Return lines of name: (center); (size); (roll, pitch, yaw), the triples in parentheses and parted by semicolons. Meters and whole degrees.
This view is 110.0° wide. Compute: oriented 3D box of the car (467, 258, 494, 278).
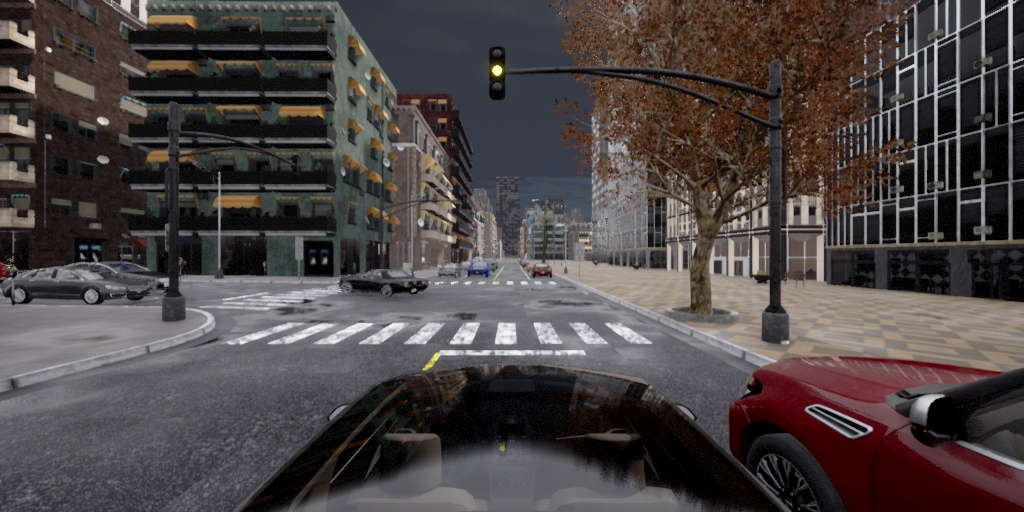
car: (-3.091, 1.220, 34.359); (1.882, 1.535, 5.008); (0, 0, 0)

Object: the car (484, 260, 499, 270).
car: (-3.078, 1.300, 55.476); (2.033, 1.411, 5.357); (0, 0, 0)

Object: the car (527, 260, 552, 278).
car: (2.692, 1.287, 33.072); (1.888, 1.381, 4.507); (0, 0, 0)

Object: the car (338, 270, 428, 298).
car: (-6.665, 1.334, 18.294); (4.718, 1.301, 1.895); (1, 0, 29)

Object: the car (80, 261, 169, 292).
car: (-18.042, 1.004, 16.229); (4.902, 1.511, 2.128); (1, 0, -1)

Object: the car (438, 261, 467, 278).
car: (-5.688, 1.292, 33.072); (2.007, 1.370, 4.403); (0, 0, 0)

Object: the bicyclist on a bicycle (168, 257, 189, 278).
bicyclist on a bicycle: (-23.168, 0.746, 24.917); (0.582, 1.620, 1.656); (1, 0, -1)

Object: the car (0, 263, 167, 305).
car: (-16.434, 1.084, 13.657); (4.403, 1.370, 2.007); (0, 0, -1)

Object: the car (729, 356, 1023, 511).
car: (2.692, 1.065, 0.684); (2.192, 1.841, 5.009); (0, 0, 0)

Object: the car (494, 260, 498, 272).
car: (-3.087, 1.309, 44.357); (1.994, 1.385, 4.181); (0, 0, 0)

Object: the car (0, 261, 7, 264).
car: (-30.447, 0.694, 19.299); (4.553, 1.767, 2.097); (1, 0, 0)

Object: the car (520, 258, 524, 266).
car: (2.694, 1.337, 60.734); (1.802, 1.307, 4.207); (0, 0, 0)

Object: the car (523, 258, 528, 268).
car: (2.693, 1.271, 44.307); (1.751, 1.417, 4.829); (0, 0, 0)
